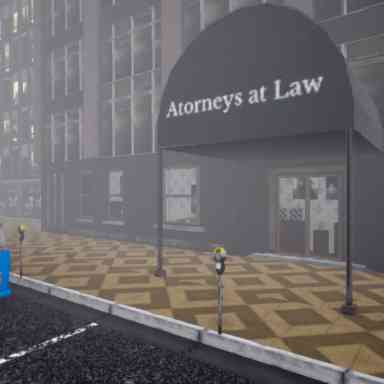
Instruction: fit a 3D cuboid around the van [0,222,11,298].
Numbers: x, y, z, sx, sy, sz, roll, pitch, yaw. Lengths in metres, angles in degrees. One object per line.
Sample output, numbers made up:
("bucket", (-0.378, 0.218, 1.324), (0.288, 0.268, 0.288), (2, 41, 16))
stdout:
("van", (-5.308, 1.341, 6.687), (3.998, 1.788, 1.690), (0, 0, 36))
